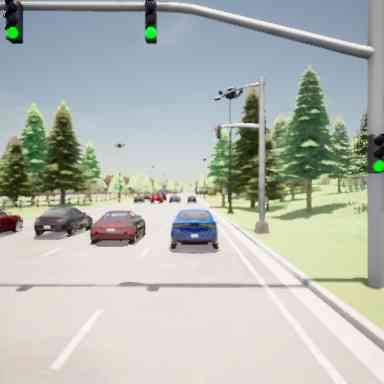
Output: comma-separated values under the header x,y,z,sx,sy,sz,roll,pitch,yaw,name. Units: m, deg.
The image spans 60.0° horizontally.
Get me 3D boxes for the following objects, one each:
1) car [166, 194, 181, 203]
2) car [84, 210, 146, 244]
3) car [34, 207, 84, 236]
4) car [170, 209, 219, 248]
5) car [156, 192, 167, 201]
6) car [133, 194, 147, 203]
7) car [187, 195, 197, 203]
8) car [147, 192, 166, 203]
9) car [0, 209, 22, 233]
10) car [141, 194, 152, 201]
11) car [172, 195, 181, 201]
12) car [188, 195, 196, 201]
x,y,z,sx,sy,sz,roll,pitch,yaw,name
-3.511,1.341,66.939,2.097,1.767,4.553,0,0,0,car
-3.402,1.561,15.929,1.994,1.385,4.181,0,0,0,car
-6.915,1.523,18.161,1.812,1.442,4.674,0,0,0,car
0.098,1.475,14.767,1.882,1.535,5.008,0,0,0,car
-7.013,1.046,77.035,2.150,2.045,5.566,0,0,0,car
-10.511,1.490,66.584,1.837,1.490,4.892,0,0,0,car
-0.011,1.467,66.586,1.882,1.535,5.008,0,0,0,car
-7.011,1.211,66.615,2.150,2.045,5.566,0,0,0,car
-10.402,1.475,16.578,1.882,1.535,5.008,0,0,0,car
-10.513,1.320,77.004,1.837,1.490,4.892,0,0,0,car
-3.513,1.373,77.005,1.994,1.385,4.181,0,0,0,car
-0.013,1.373,77.006,1.994,1.385,4.181,0,0,0,car
